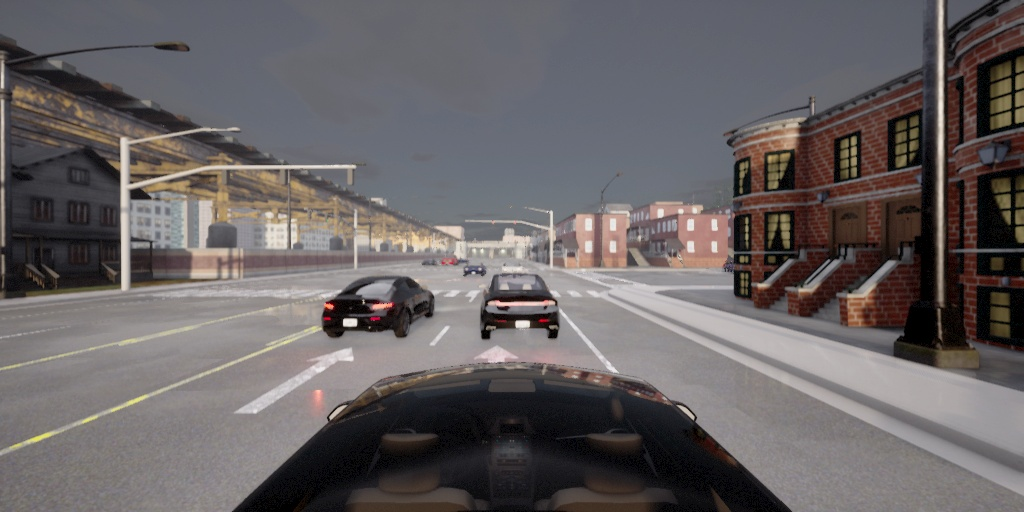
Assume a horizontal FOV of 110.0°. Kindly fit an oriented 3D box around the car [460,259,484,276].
[{"bbox_3d":[-3.497,1.239,34.721,1.895,1.301,4.718,0,0,0],"label":"car"}]

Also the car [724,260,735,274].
[{"bbox_3d":[24.515,1.107,36.753,5.008,1.535,1.882,0,0,0],"label":"car"}]

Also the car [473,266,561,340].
[{"bbox_3d":[0.091,1.214,9.926,2.128,1.511,4.902,0,0,-3],"label":"car"}]

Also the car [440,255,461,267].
[{"bbox_3d":[-10.726,0.768,62.129,2.150,2.045,5.566,0,0,0],"label":"car"}]

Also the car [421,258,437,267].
[{"bbox_3d":[-14.228,1.110,61.938,1.994,1.385,4.181,0,0,0],"label":"car"}]

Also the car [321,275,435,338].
[{"bbox_3d":[-3.451,1.248,9.959,1.812,1.442,4.674,0,0,0],"label":"car"}]

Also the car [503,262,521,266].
[{"bbox_3d":[0.002,1.239,34.729,1.895,1.301,4.718,0,0,0],"label":"car"}]
